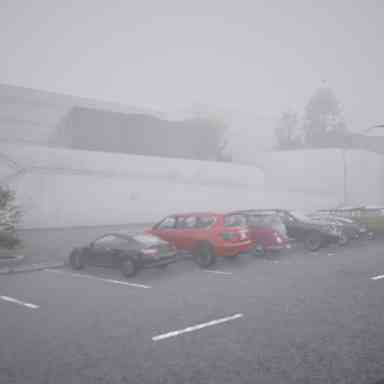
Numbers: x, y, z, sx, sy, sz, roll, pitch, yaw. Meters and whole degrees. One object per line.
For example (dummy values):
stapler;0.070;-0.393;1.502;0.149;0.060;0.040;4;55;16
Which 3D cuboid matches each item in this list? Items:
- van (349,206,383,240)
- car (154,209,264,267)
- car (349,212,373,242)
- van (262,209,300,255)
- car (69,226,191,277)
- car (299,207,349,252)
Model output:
van;9.641;1.929;20.852;4.442;1.987;1.878;-4;-3;36
car;-0.201;1.895;14.155;5.566;2.045;2.435;-4;-3;36
car;7.271;2.148;19.109;4.892;1.521;2.231;-4;-3;36
van;2.402;1.914;15.737;4.442;1.987;1.878;-4;-4;36
car;-2.643;2.178;12.461;4.674;1.452;2.002;-4;-3;36
car;4.808;1.894;17.452;5.566;2.045;2.435;-4;-4;36
